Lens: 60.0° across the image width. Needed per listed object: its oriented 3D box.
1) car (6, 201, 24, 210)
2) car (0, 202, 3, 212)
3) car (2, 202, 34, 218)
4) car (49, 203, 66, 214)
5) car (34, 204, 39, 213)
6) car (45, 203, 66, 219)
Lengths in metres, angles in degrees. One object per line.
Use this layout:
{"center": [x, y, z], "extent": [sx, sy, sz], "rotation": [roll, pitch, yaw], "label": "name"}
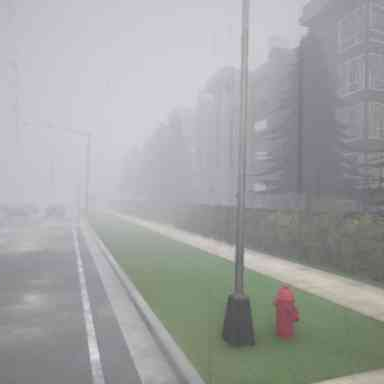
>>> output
{"center": [-29.413, 2.261, 55.407], "extent": [1.895, 1.301, 4.718], "rotation": [2, -2, -20], "label": "car"}
{"center": [-25.182, 2.040, 44.023], "extent": [1.994, 1.385, 4.181], "rotation": [2, -2, -20], "label": "car"}
{"center": [-18.034, 1.955, 34.677], "extent": [1.812, 1.442, 4.674], "rotation": [2, -2, -20], "label": "car"}
{"center": [-18.950, 2.300, 47.105], "extent": [1.994, 1.385, 4.181], "rotation": [2, -2, -20], "label": "car"}
{"center": [-21.985, 2.200, 45.203], "extent": [1.895, 1.301, 4.718], "rotation": [2, -2, -20], "label": "car"}
{"center": [-14.891, 2.067, 36.272], "extent": [1.837, 1.490, 4.892], "rotation": [2, -1, -20], "label": "car"}
